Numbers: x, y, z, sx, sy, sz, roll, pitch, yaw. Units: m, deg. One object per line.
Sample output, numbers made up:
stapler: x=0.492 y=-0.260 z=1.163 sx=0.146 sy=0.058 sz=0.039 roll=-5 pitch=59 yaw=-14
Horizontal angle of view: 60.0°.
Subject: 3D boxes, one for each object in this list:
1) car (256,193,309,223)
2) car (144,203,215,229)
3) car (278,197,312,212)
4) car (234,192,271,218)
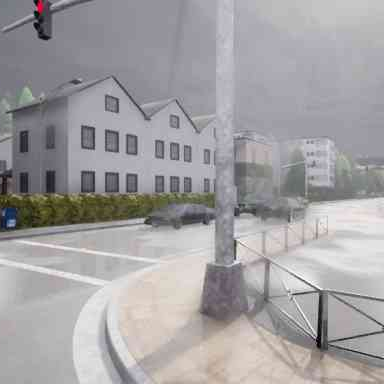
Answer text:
car: x=6.702 y=1.163 z=23.950 sx=2.097 sy=1.767 sz=4.553 roll=0 pitch=0 yaw=35
car: x=-0.499 y=1.360 z=20.198 sx=2.033 sy=1.411 sz=5.357 roll=0 pitch=0 yaw=35
car: x=11.531 y=1.304 z=37.094 sx=2.128 sy=1.511 sz=4.902 roll=0 pitch=0 yaw=36
car: x=5.464 y=1.034 z=28.611 sx=2.150 sy=2.045 sz=5.566 roll=0 pitch=0 yaw=35
